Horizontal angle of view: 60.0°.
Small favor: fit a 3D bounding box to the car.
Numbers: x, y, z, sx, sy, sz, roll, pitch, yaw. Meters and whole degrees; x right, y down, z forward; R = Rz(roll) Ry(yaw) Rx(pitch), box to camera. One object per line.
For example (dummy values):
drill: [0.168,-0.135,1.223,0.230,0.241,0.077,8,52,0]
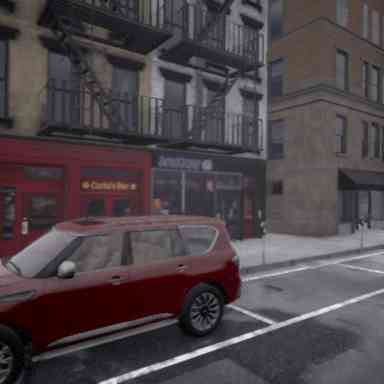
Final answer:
car: [-1.430,1.333,5.179,5.009,1.841,2.192,1,0,-36]
